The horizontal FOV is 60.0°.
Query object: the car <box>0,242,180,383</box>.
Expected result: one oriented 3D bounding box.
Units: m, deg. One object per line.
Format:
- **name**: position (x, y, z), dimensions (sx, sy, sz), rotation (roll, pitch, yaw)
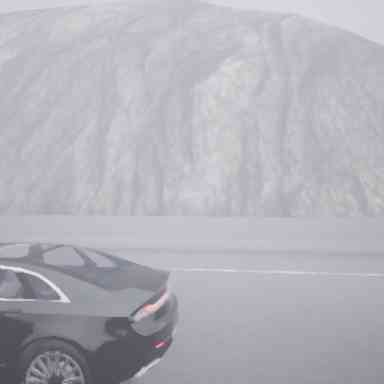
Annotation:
- **car**: position (-2.610, 1.441, 4.279), dimensions (4.902, 1.511, 2.128), rotation (0, 1, 7)
